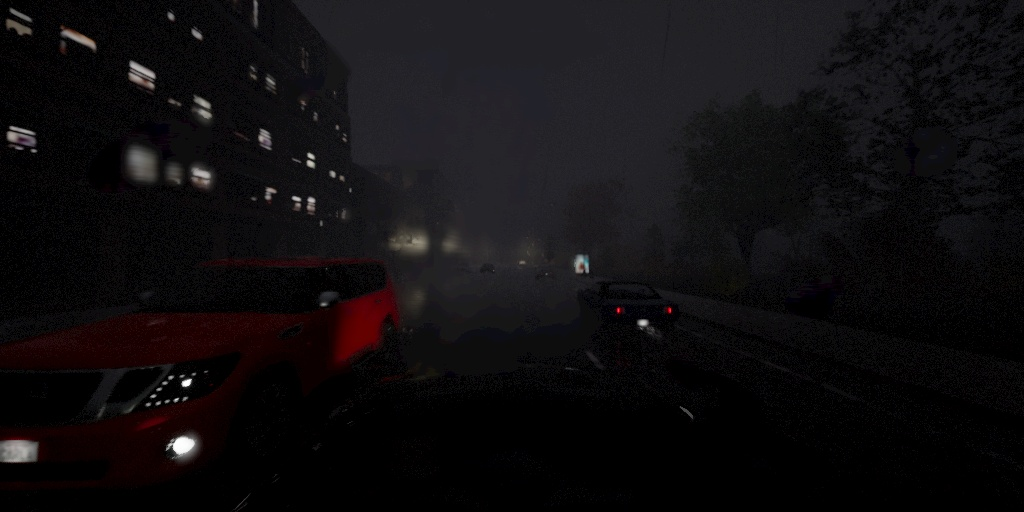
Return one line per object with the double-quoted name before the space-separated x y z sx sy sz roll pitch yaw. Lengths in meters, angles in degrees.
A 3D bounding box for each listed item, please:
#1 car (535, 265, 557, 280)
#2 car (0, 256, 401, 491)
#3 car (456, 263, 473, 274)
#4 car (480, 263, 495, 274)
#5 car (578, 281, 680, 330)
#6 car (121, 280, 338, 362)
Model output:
"car" 3.353 1.575 36.024 1.812 1.442 4.674 0 0 0
"car" -3.348 1.003 5.192 2.150 2.045 5.566 0 -1 0
"car" -6.558 1.694 49.501 1.812 1.442 4.674 0 0 0
"car" -3.311 1.715 49.452 2.033 1.411 5.357 0 -1 0
"car" 3.353 1.435 11.387 1.895 1.301 4.718 0 0 0
"car" -6.590 1.417 9.286 1.895 1.301 4.718 0 -1 0
